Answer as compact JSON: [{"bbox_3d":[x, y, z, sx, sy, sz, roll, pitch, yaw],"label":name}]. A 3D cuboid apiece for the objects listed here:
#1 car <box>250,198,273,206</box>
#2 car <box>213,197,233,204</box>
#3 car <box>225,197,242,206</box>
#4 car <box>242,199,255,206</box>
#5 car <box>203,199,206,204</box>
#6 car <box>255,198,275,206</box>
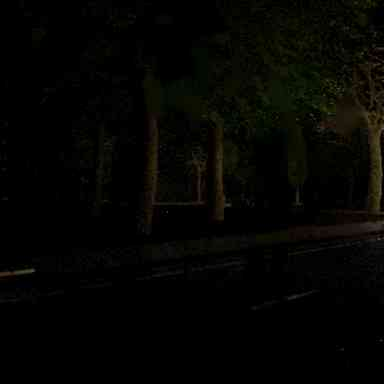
[{"bbox_3d":[14.279,2.029,68.362,1.812,1.442,4.674,1,-1,-36],"label":"car"},{"bbox_3d":[7.177,1.995,78.147,1.882,1.535,5.008,1,-1,-36],"label":"car"},{"bbox_3d":[6.315,1.962,62.678,2.033,1.411,5.357,1,-1,-35],"label":"car"},{"bbox_3d":[9.160,1.940,64.299,2.128,1.511,4.902,1,-1,-35],"label":"car"},{"bbox_3d":[4.547,1.962,76.238,1.882,1.535,5.008,1,-1,-36],"label":"car"},{"bbox_3d":[13.571,1.934,63.815,1.882,1.535,5.008,1,-1,-36],"label":"car"}]
